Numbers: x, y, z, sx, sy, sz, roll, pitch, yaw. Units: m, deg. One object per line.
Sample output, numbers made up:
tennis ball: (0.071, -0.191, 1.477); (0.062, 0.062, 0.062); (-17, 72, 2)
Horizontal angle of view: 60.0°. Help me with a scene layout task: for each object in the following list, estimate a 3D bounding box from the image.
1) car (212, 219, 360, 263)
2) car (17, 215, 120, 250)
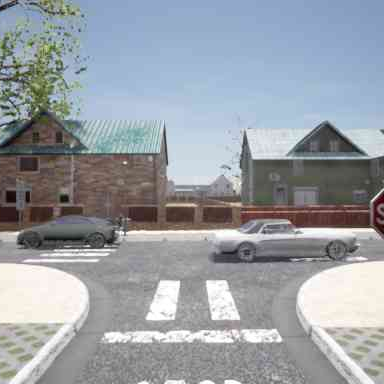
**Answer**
car: (3.099, 1.597, 11.481); (4.718, 1.301, 1.895); (-1, -1, 1)
car: (-5.279, 1.697, 14.539); (4.181, 1.385, 1.994); (-1, -1, 1)
